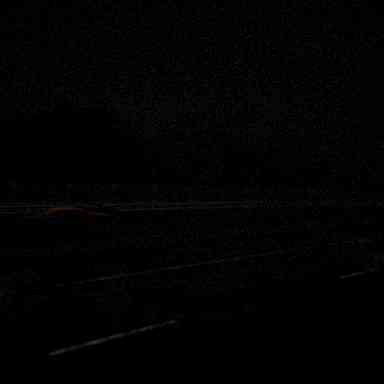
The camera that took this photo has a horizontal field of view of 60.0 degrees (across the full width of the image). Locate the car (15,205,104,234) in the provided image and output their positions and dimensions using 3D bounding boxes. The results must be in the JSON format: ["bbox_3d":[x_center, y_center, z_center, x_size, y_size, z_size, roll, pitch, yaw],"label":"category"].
[{"bbox_3d":[-7.833,1.545,19.895,4.674,1.442,1.812,0,0,-35],"label":"car"}]

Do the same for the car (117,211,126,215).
[{"bbox_3d":[-7.422,1.634,24.481,4.718,1.301,1.895,0,0,-35],"label":"car"}]

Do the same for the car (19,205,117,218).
[{"bbox_3d":[-6.602,1.493,16.473,5.008,1.535,1.882,0,0,-35],"label":"car"}]
